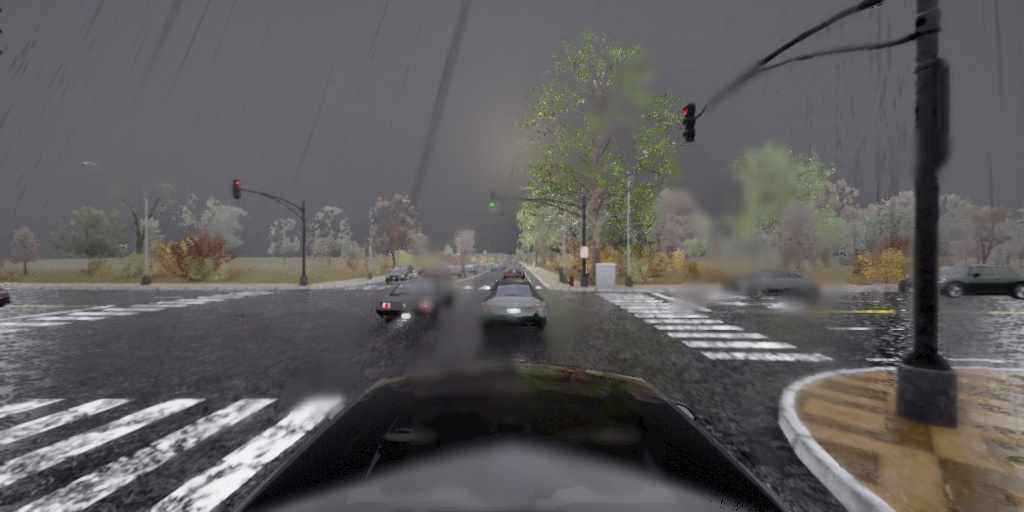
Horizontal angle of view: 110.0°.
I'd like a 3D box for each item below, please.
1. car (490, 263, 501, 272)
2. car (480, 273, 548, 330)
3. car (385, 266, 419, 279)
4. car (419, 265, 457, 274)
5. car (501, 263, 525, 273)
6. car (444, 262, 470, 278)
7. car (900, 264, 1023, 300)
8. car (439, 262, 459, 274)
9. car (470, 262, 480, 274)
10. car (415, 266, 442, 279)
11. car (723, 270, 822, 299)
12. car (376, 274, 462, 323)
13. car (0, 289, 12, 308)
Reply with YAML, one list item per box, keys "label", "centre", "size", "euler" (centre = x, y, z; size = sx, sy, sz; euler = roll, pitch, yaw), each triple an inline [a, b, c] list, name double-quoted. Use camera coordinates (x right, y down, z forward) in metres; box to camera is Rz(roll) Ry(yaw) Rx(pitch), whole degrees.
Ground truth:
- label: "car"
  centre: [-2.686, 2.029, 61.792]
  size: [2.033, 1.411, 5.357]
  euler: [0, -1, 1]
- label: "car"
  centre: [0.042, 1.481, 11.910]
  size: [1.994, 1.385, 4.181]
  euler: [0, 0, 0]
- label: "car"
  centre: [-9.761, 1.635, 32.216]
  size: [1.837, 1.490, 4.892]
  euler: [0, -1, 1]
- label: "car"
  centre: [-6.513, 1.731, 32.089]
  size: [1.895, 1.301, 4.718]
  euler: [0, -1, 1]
- label: "car"
  centre: [0.248, 1.545, 37.164]
  size: [2.097, 1.767, 4.553]
  euler: [0, -1, 1]
- label: "car"
  centre: [-6.358, 1.746, 41.320]
  size: [1.837, 1.490, 4.892]
  euler: [0, -1, 1]
- label: "car"
  centre: [22.854, 1.213, 18.240]
  size: [4.553, 1.767, 2.097]
  euler: [0, 0, 3]
- label: "car"
  centre: [-9.362, 1.739, 53.731]
  size: [2.097, 1.767, 4.553]
  euler: [0, -1, 1]
- label: "car"
  centre: [-6.150, 1.897, 52.298]
  size: [1.812, 1.442, 4.674]
  euler: [0, -1, 1]
- label: "car"
  centre: [-9.603, 1.843, 41.448]
  size: [1.895, 1.301, 4.718]
  euler: [0, -1, 1]
- label: "car"
  centre: [13.435, 1.440, 18.681]
  size: [4.181, 1.385, 1.994]
  euler: [0, 0, 3]
- label: "car"
  centre: [-3.216, 1.523, 13.111]
  size: [1.895, 1.301, 4.718]
  euler: [0, 0, 0]
- label: "car"
  centre: [-22.817, 1.518, 14.171]
  size: [4.181, 1.385, 1.994]
  euler: [0, 0, 3]
